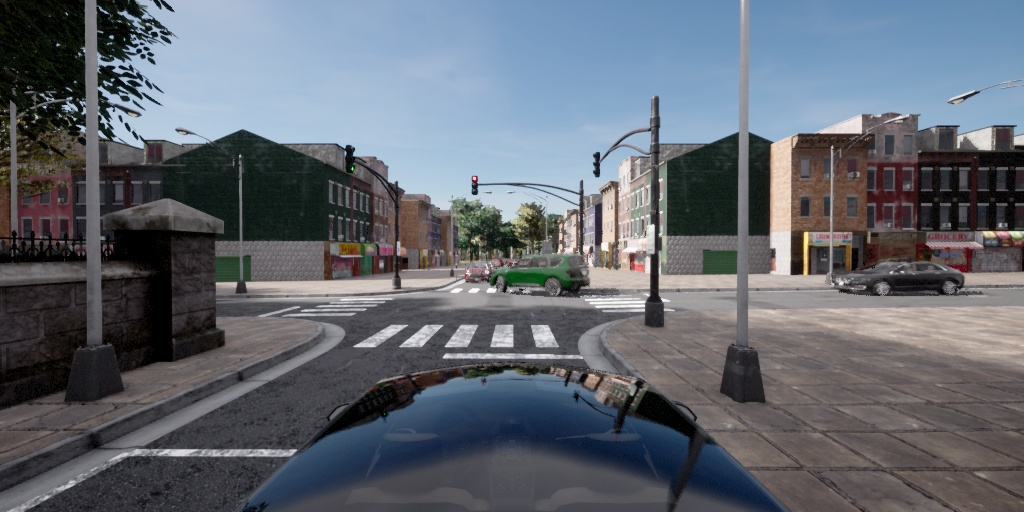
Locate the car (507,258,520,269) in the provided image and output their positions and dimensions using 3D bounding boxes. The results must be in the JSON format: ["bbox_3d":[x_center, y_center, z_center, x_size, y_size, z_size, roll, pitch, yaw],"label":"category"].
[{"bbox_3d":[0.273,1.152,59.349,2.097,1.767,4.553,0,0,1],"label":"car"}]

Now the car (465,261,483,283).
[{"bbox_3d":[-2.541,1.199,28.117,1.967,1.591,4.097,0,0,0],"label":"car"}]

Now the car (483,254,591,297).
[{"bbox_3d":[1.409,0.948,18.987,5.566,2.045,2.150,-1,1,38],"label":"car"}]

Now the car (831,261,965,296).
[{"bbox_3d":[17.415,0.977,16.308,4.892,1.490,1.837,-1,1,0],"label":"car"}]
